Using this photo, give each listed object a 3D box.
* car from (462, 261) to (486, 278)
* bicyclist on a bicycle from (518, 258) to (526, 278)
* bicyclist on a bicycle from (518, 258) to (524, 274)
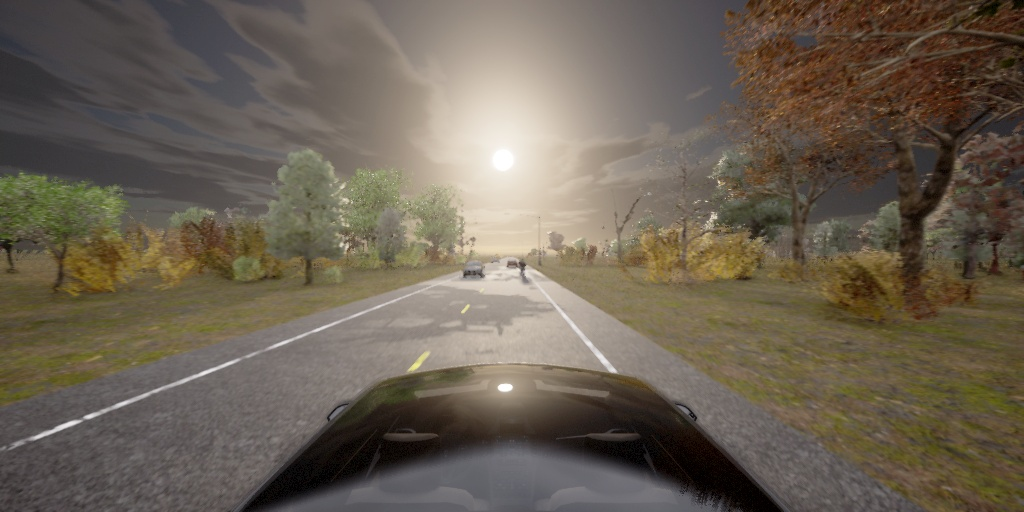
[{"bbox_3d":[-3.571,1.246,34.344,1.837,1.490,4.892,0,0,0],"label":"car"},{"bbox_3d":[0.971,1.113,31.468,0.659,1.776,1.843,0,0,0],"label":"bicyclist on a bicycle"},{"bbox_3d":[0.975,1.109,40.539,0.659,1.776,1.843,0,0,0],"label":"bicyclist on a bicycle"}]
